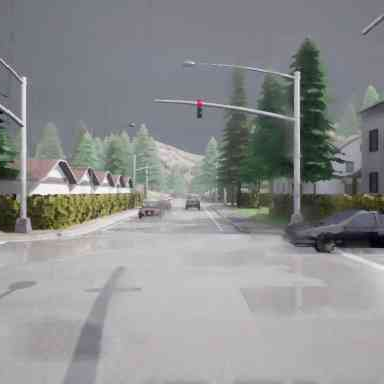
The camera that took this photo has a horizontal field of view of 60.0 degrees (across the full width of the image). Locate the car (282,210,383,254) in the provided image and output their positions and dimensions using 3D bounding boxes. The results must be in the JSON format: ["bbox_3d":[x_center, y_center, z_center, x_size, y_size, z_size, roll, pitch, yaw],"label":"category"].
[{"bbox_3d":[6.068,1.360,11.875,5.357,1.411,2.033,0,0,0],"label":"car"}]

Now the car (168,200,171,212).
[{"bbox_3d":[-3.491,1.612,39.343,1.895,1.301,4.718,0,0,0],"label":"car"}]

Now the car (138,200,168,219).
[{"bbox_3d":[-3.493,1.572,29.348,1.994,1.385,4.181,0,0,0],"label":"car"}]

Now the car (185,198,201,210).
[{"bbox_3d":[0.110,1.517,43.314,1.837,1.490,4.892,0,0,0],"label":"car"}]
